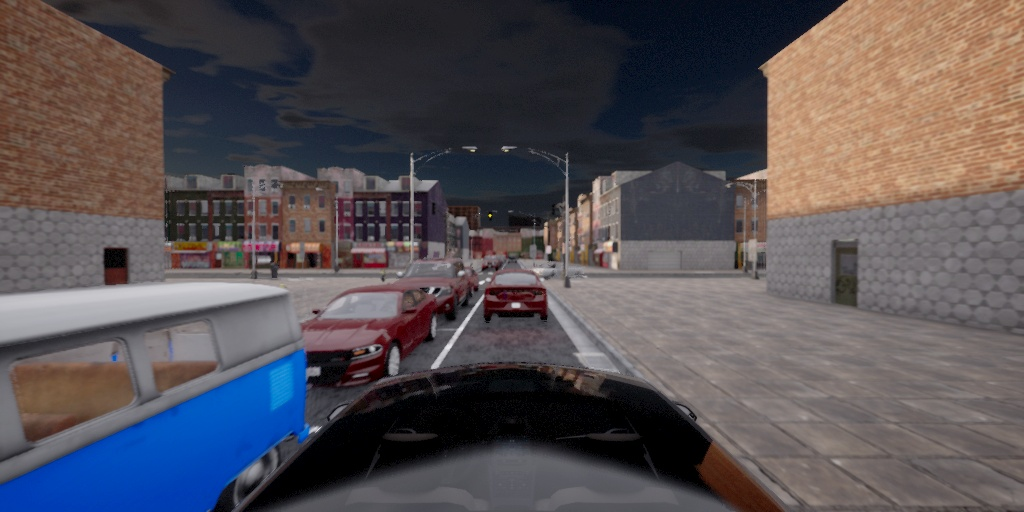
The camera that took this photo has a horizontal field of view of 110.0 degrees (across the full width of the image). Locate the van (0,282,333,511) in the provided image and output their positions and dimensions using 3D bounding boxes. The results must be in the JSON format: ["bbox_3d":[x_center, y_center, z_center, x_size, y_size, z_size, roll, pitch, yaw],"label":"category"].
[{"bbox_3d":[-2.638,1.092,1.542,1.690,1.789,3.998,0,0,0],"label":"van"}]

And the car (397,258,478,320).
[{"bbox_3d":[-2.626,0.999,12.410,2.192,1.841,5.009,0,0,0],"label":"car"}]

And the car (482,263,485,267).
[{"bbox_3d":[-2.620,1.197,17.843,1.888,1.381,4.507,0,0,0],"label":"car"}]

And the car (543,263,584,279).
[{"bbox_3d":[3.663,1.203,29.027,4.718,1.301,1.895,0,1,-37],"label":"car"}]

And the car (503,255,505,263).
[{"bbox_3d":[-2.578,0.764,55.106,2.192,1.841,5.009,0,0,0],"label":"car"}]

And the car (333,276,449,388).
[{"bbox_3d":[-2.632,1.262,6.976,1.888,1.381,4.507,0,0,0],"label":"car"}]

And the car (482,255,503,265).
[{"bbox_3d":[-2.590,0.820,44.252,2.192,1.841,5.009,0,0,0],"label":"car"}]

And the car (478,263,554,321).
[{"bbox_3d":[0.111,1.164,12.116,1.882,1.535,5.008,0,0,0],"label":"car"}]
